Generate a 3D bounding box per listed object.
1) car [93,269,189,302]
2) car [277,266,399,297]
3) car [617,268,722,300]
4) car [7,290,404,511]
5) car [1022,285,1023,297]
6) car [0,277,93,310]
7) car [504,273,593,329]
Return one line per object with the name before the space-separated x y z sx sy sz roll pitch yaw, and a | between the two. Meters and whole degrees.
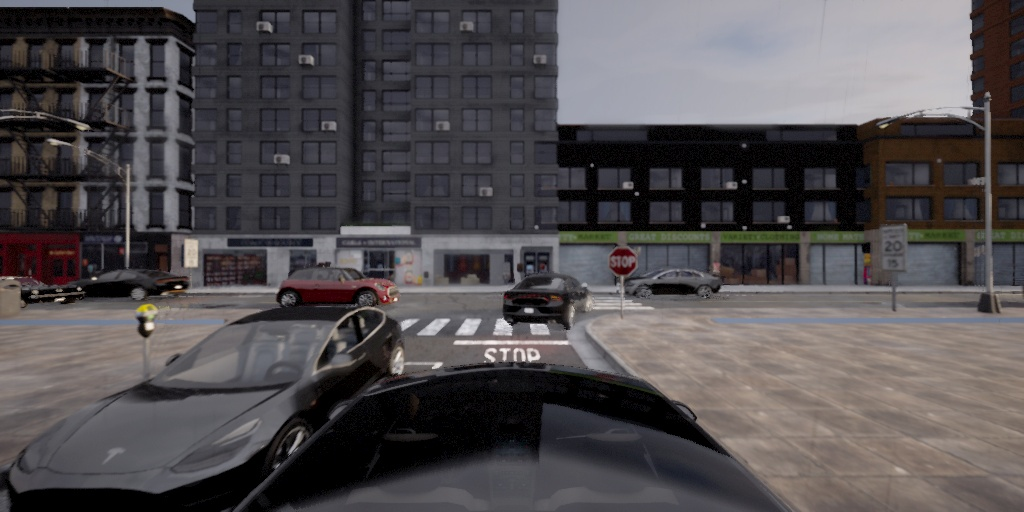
car | -19.145 1.403 17.920 5.008 1.535 1.882 0 0 0
car | -7.082 1.228 14.965 4.553 1.767 2.097 0 0 0
car | 7.763 1.351 17.908 4.902 1.511 2.128 0 0 0
car | -2.638 1.338 4.355 1.948 1.339 4.313 0 0 0
car | 24.705 1.164 14.947 4.553 1.767 2.097 0 0 0
car | -21.082 1.514 14.969 4.718 1.301 1.895 0 0 0
car | 1.353 1.312 11.850 1.882 1.535 5.008 -1 -1 21
